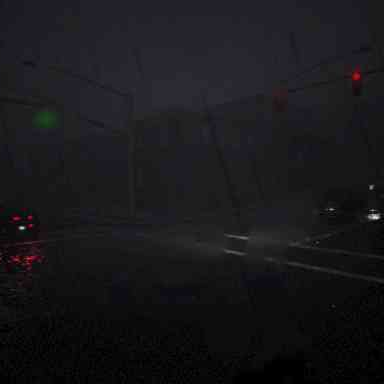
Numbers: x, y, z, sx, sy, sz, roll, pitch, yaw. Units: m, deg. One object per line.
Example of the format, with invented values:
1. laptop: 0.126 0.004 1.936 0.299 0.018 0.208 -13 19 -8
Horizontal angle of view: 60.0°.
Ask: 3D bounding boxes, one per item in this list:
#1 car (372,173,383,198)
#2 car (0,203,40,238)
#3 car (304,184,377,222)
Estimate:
1. car: 14.749 -0.696 24.376 4.553 1.767 2.097 -13 9 -40
2. car: -9.189 1.341 16.749 1.837 1.490 4.892 -1 1 -41
3. car: 8.147 0.657 18.695 4.902 1.511 2.128 -8 5 -40
